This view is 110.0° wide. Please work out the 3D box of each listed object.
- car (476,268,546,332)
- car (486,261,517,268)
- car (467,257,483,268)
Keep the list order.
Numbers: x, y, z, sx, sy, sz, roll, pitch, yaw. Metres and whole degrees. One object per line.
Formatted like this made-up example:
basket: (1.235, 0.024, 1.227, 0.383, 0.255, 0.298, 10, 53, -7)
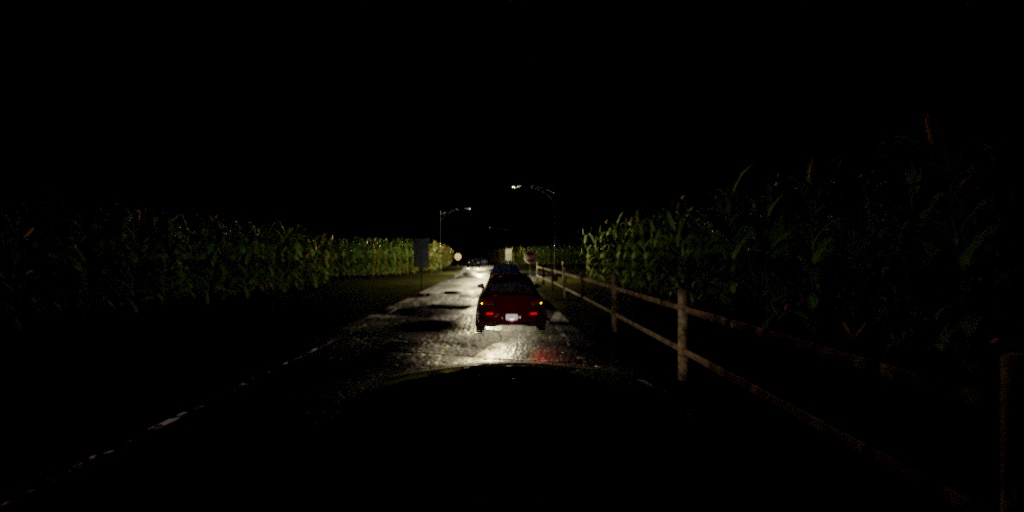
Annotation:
car: (-0.063, 1.267, 10.747, 1.812, 1.442, 4.674, 0, 0, -1)
car: (-0.410, 1.213, 22.076, 1.882, 1.535, 5.008, 0, 0, -1)
car: (-6.499, 1.098, 60.715, 2.097, 1.767, 4.553, 0, 0, -6)
